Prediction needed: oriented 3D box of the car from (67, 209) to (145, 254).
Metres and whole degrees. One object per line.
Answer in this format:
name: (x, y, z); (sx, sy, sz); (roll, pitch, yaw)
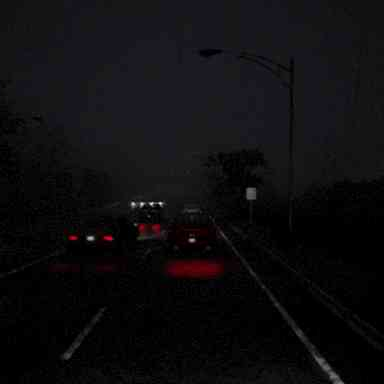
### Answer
car: (-3.495, 1.675, 13.974); (2.033, 1.411, 5.357); (0, 0, 0)

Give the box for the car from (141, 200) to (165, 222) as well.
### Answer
car: (-3.489, 1.759, 29.321); (2.128, 1.511, 4.902); (0, 0, 0)

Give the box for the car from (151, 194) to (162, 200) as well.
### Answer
car: (-7.003, 1.190, 65.544); (1.812, 1.442, 4.674); (0, 2, 1)

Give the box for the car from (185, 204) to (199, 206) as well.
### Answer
car: (0.012, 1.794, 29.416); (1.812, 1.442, 4.674); (0, 0, 0)

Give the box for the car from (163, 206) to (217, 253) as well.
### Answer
car: (0.008, 1.610, 14.488); (1.882, 1.535, 5.008); (0, 0, 0)

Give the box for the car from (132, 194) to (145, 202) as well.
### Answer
car: (-10.499, 1.143, 65.521); (1.882, 1.535, 5.008); (0, 2, 0)
